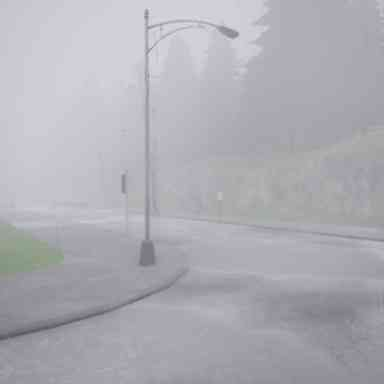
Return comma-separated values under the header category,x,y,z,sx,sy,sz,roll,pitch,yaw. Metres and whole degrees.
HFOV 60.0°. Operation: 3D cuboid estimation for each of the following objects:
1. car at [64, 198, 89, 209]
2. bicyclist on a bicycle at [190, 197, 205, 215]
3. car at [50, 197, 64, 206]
category,x,y,z,sx,sy,sz,roll,pitch,yaw
car,-14.997,1.455,43.839,1.812,1.442,4.674,0,0,-35
bicyclist on a bicycle,0.493,1.256,29.325,1.656,1.620,0.582,-1,0,-35
car,-20.739,1.477,51.843,2.033,1.411,5.357,0,0,-35
